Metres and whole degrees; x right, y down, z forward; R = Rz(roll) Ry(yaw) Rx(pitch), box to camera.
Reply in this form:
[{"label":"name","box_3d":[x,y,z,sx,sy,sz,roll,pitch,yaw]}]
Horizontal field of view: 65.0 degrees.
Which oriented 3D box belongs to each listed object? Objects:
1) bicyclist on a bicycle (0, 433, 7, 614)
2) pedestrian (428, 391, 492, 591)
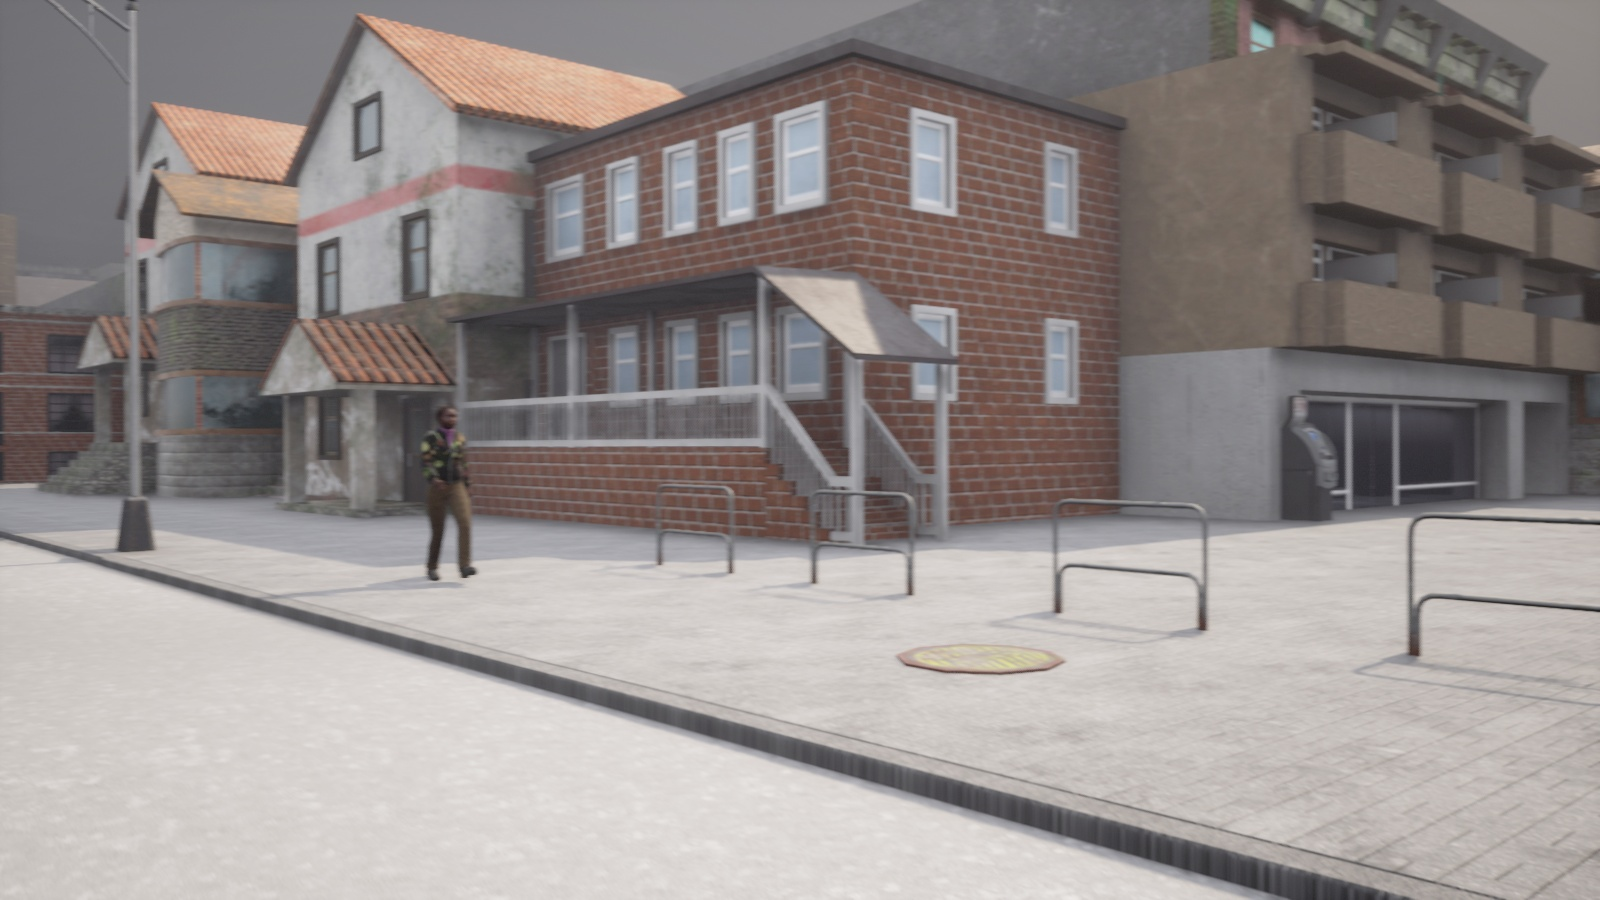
[{"label":"bicyclist on a bicycle","box_3d":[-7.888,0.659,11.714,0.582,1.620,1.656,-1,0,-41]},{"label":"pedestrian","box_3d":[-3.390,0.397,12.502,0.395,1.930,0.692,0,0,-35]}]
